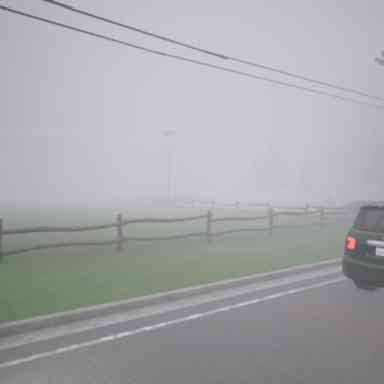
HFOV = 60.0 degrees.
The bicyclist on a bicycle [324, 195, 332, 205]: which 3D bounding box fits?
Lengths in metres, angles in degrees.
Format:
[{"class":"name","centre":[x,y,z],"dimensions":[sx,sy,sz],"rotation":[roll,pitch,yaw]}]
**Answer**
[{"class":"bicyclist on a bicycle","centre":[22.645,1.304,55.293],"dimensions":[0.582,1.620,1.656],"rotation":[0,0,43]}]

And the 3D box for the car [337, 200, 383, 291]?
[{"class":"car","centre":[5.814,1.222,7.718],"dimensions":[5.566,2.045,2.150],"rotation":[0,0,-34]}]

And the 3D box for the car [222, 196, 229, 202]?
[{"class":"car","centre":[6.105,1.523,72.409],"dimensions":[1.812,1.442,4.674],"rotation":[0,0,-34]}]

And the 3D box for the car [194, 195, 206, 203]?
[{"class":"car","centre":[0.274,1.524,68.536],"dimensions":[1.812,1.442,4.674],"rotation":[0,0,-34]}]

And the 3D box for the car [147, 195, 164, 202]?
[{"class":"car","centre":[-8.304,1.498,75.058],"dimensions":[1.994,1.385,4.181],"rotation":[0,0,-34]}]

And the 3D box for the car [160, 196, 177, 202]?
[{"class":"car","centre":[-5.412,1.538,77.029],"dimensions":[1.895,1.301,4.718],"rotation":[0,0,-34]}]

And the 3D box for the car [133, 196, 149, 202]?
[{"class":"car","centre":[-11.229,1.540,73.135],"dimensions":[1.895,1.301,4.718],"rotation":[0,0,-34]}]

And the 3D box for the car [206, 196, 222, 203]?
[{"class":"car","centre":[3.378,1.538,70.192],"dimensions":[2.033,1.411,5.357],"rotation":[0,0,-34]}]

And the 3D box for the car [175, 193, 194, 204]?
[{"class":"car","centre":[-2.521,1.219,66.421],"dimensions":[2.150,2.045,5.566],"rotation":[0,0,-34]}]

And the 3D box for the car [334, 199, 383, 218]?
[{"class":"car","centre":[16.131,1.506,31.491],"dimensions":[1.837,1.490,4.892],"rotation":[1,-1,-27]}]

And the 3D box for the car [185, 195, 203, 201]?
[{"class":"car","centre":[0.421,1.419,80.898],"dimensions":[1.882,1.535,5.008],"rotation":[0,0,-34]}]

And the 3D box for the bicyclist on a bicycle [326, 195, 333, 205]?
[{"class":"bicyclist on a bicycle","centre":[22.780,1.304,54.745],"dimensions":[1.656,1.620,0.582],"rotation":[0,0,-44]}]

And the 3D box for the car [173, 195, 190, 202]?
[{"class":"car","centre":[-2.487,1.441,78.951],"dimensions":[1.837,1.490,4.892],"rotation":[0,0,-34]}]

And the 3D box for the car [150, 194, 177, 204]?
[{"class":"car","centre":[-5.580,1.489,64.698],"dimensions":[2.128,1.511,4.902],"rotation":[0,0,-34]}]
